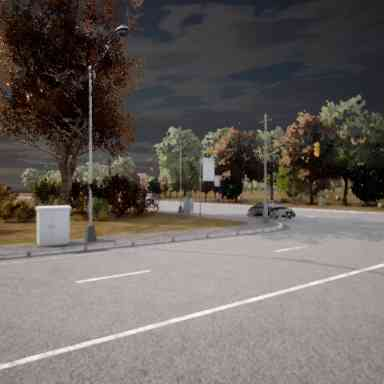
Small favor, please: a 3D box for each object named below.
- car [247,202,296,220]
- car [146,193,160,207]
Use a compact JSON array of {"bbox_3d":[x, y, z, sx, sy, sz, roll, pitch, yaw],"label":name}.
[{"bbox_3d":[6.570,1.548,27.783,1.994,1.385,4.181,0,0,-32],"label":"car"},{"bbox_3d":[-6.727,1.133,48.647,2.150,2.045,5.566,0,0,-33],"label":"car"}]
